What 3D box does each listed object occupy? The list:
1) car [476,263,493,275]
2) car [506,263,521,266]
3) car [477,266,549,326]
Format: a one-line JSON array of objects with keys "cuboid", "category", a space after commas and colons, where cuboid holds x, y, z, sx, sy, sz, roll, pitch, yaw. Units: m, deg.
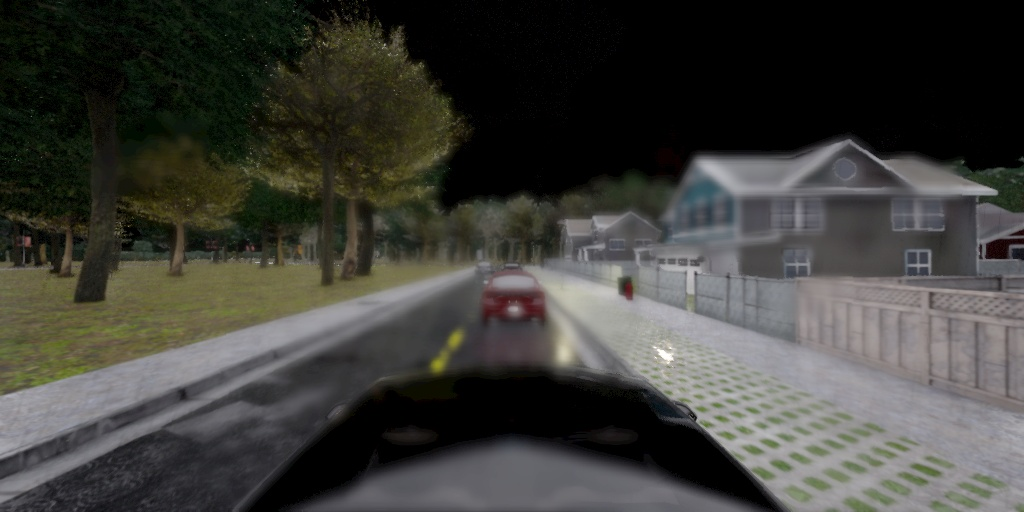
[{"cuboid": [-2.783, 1.451, 39.253, 1.812, 1.442, 4.674, 0, 0, 0], "category": "car"}, {"cuboid": [0.143, 1.393, 31.904, 1.837, 1.490, 4.892, 0, 0, 0], "category": "car"}, {"cuboid": [0.100, 1.272, 11.927, 1.882, 1.535, 5.008, 0, 0, 0], "category": "car"}]
